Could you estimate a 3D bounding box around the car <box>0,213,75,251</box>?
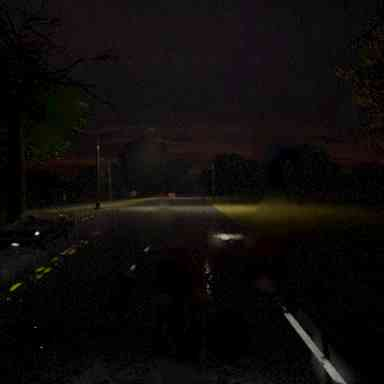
[{"bbox_3d":[-6.539,1.592,14.198,1.895,1.301,4.718,0,0,-5],"label":"car"}]
